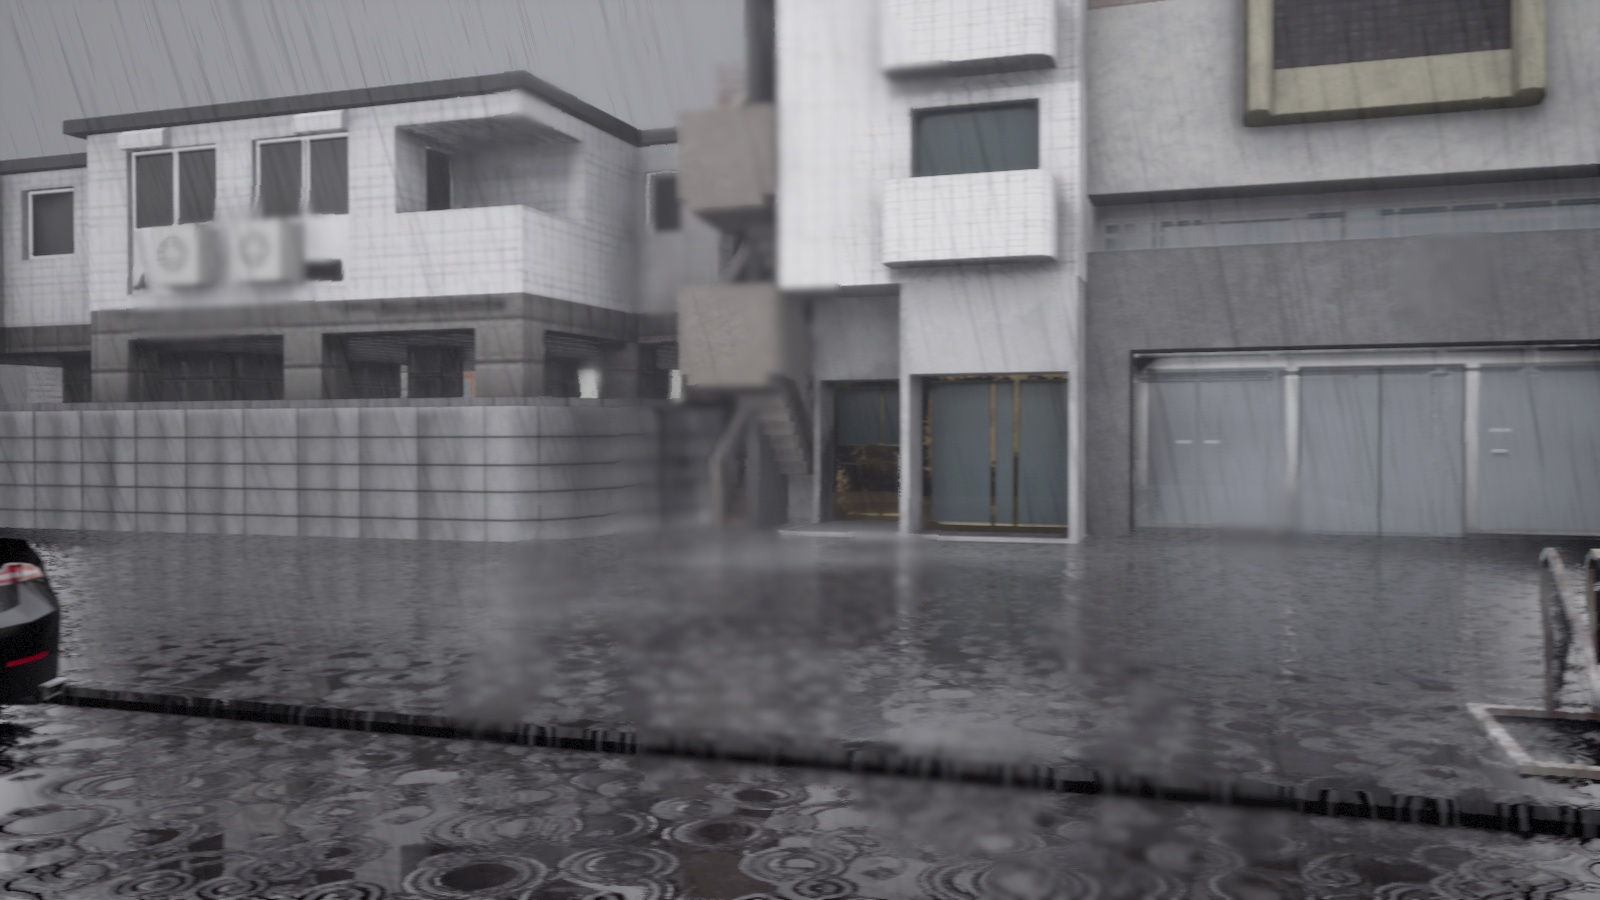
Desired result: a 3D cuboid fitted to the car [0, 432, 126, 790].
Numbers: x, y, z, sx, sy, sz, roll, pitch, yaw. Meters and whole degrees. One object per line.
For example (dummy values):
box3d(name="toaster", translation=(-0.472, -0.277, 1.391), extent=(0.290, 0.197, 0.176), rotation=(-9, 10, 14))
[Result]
box3d(name="car", translation=(-5.840, 0.670, 5.684), extent=(4.902, 1.511, 2.128), rotation=(1, 1, 19))
